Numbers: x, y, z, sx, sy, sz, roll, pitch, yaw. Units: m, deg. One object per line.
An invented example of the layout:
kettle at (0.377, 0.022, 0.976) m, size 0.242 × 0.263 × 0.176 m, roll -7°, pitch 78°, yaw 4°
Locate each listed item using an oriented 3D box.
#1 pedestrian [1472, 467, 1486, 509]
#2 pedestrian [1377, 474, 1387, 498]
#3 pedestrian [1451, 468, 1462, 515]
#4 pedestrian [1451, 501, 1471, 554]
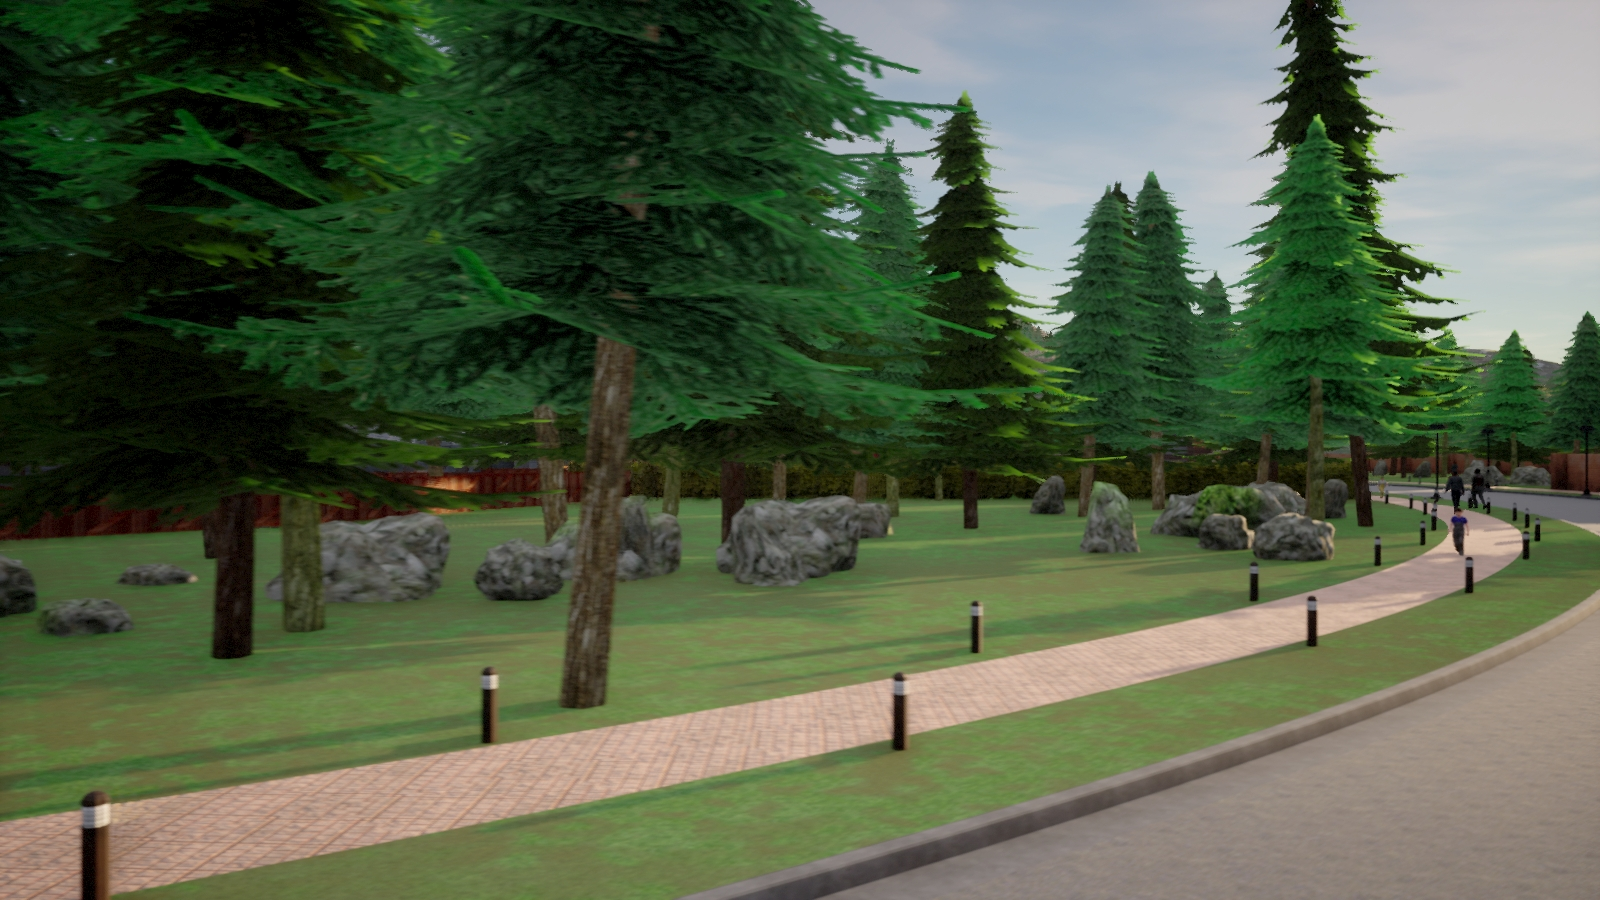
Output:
pedestrian at (29.858, 1.666, 50.249) m, size 0.375 × 1.860 × 0.375 m, roll 0°, pitch 0°, yaw 0°
pedestrian at (31.522, 1.946, 61.888) m, size 0.375 × 1.300 × 0.375 m, roll 0°, pitch 0°, yaw 7°
pedestrian at (26.513, 1.665, 46.149) m, size 0.375 × 1.860 × 0.375 m, roll 0°, pitch 0°, yaw 24°
pedestrian at (16.580, 1.945, 28.678) m, size 0.375 × 1.300 × 0.375 m, roll 0°, pitch 0°, yaw 40°
